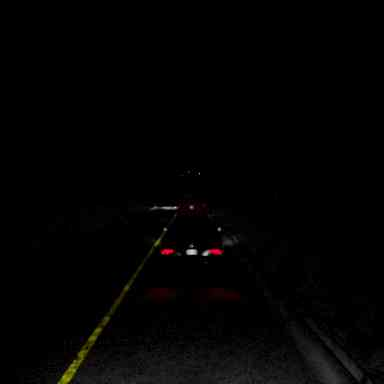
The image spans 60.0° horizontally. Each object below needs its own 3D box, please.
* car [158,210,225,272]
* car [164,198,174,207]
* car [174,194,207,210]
[{"bbox_3d":[0.005,1.526,10.710,2.033,1.411,5.357,0,0,0],"label":"car"},{"bbox_3d":[-3.131,1.571,50.428,1.994,1.385,4.181,0,0,0],"label":"car"},{"bbox_3d":[-0.009,1.191,26.788,2.150,2.045,5.566,0,0,1],"label":"car"}]
